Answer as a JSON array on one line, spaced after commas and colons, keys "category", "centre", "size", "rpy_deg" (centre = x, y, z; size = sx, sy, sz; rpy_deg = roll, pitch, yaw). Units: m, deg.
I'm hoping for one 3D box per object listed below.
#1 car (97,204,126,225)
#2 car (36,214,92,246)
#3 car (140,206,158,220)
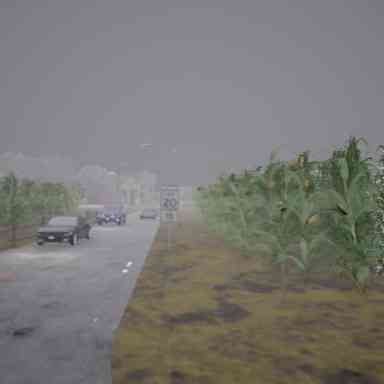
[{"category": "car", "centre": [-8.059, 2.245, 33.784], "size": [2.150, 2.045, 5.566], "rpy_deg": [0, -2, -4]}, {"category": "car", "centre": [-6.979, 2.024, 18.572], "size": [1.882, 1.535, 5.008], "rpy_deg": [0, -2, -4]}, {"category": "car", "centre": [-5.864, 2.932, 44.232], "size": [1.994, 1.385, 4.181], "rpy_deg": [0, -2, -5]}]
